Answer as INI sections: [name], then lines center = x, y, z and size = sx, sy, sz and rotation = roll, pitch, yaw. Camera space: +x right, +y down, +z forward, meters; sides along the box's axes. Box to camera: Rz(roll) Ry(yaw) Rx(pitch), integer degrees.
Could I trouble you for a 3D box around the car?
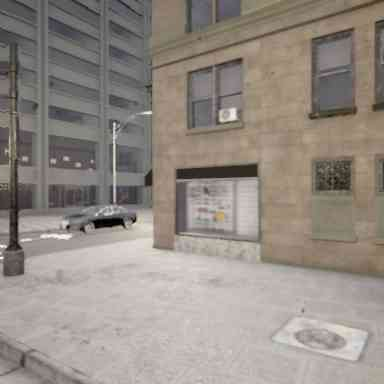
[car]
center = -5.432, 1.555, 19.778
size = 2.128, 1.511, 4.902
rotation = 0, 0, 36
